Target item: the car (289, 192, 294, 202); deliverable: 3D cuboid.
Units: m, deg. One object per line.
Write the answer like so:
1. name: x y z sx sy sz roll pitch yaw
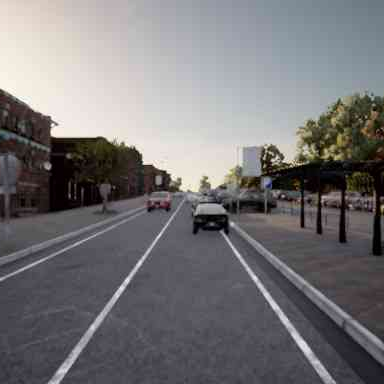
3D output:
1. car: 18.753 1.095 53.828 4.792 1.488 2.163 0 1 0

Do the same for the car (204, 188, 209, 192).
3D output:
1. car: 5.660 0.650 64.350 5.566 2.045 2.435 0 1 0

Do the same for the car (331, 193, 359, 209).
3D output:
1. car: 18.812 1.235 37.176 5.008 1.535 2.097 0 1 0

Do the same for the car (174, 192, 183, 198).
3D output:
1. car: -3.257 0.627 75.345 1.812 1.442 4.674 0 1 0

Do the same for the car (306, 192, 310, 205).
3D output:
1. car: 18.789 1.157 45.502 4.892 1.521 2.231 0 1 0

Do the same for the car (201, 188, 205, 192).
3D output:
1. car: 5.635 0.360 81.168 5.566 2.045 2.435 0 1 0

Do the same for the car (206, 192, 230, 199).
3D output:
1. car: 5.669 0.757 72.764 4.892 1.521 2.231 0 1 0

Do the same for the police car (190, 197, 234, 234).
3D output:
1. police car: 0.973 1.344 18.904 1.930 1.638 5.238 0 1 0

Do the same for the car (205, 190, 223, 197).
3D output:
1. car: 5.624 0.388 86.776 4.553 1.767 2.185 0 1 0

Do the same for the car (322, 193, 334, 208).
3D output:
1. car: 18.808 1.208 39.952 5.008 1.535 2.097 0 1 0

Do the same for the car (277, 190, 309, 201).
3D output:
1. car: 18.746 0.733 59.382 5.566 2.045 2.435 0 1 0

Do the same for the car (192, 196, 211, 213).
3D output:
1. car: 0.972 1.273 34.814 1.837 1.490 4.892 0 1 0

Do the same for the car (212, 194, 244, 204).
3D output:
1. car: 5.733 1.101 53.136 4.792 1.488 2.163 0 1 0

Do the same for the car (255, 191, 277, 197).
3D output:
1. car: 18.744 0.559 84.366 4.892 1.521 2.231 0 1 0

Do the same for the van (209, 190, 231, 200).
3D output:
1. van: 5.796 0.579 69.957 4.442 1.987 1.878 0 1 0

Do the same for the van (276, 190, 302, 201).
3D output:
1. van: 18.883 0.668 64.934 4.442 1.987 1.878 0 1 0

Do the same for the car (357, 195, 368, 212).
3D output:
1. car: 18.844 1.317 31.625 4.792 1.488 2.163 0 1 0

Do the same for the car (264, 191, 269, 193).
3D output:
1. car: 18.787 0.546 70.484 5.566 2.045 2.435 0 1 0

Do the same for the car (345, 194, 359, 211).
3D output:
1. car: 18.817 1.262 34.400 4.892 1.521 2.231 0 1 0

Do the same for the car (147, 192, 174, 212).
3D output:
1. car: -3.349 0.988 34.838 2.150 2.045 5.566 0 1 0

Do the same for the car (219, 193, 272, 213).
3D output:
1. car: 5.543 1.238 36.315 5.366 1.575 1.946 0 1 0

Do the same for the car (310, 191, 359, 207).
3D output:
1. car: 18.770 0.931 42.725 5.566 2.045 2.435 0 1 0

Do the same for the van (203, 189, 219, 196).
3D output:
1. van: 5.526 0.143 95.182 4.442 1.987 1.878 0 1 0

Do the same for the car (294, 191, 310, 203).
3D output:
1. car: 18.971 1.093 51.057 5.366 1.575 1.946 0 1 0

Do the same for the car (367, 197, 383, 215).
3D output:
1. car: 18.633 1.310 28.850 5.366 1.575 1.946 0 1 0

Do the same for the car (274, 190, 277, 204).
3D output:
1. car: 18.799 0.690 62.158 5.566 2.045 2.435 0 1 0

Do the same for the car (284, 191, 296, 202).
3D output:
1. car: 18.807 1.055 56.611 4.792 1.488 2.163 0 1 0

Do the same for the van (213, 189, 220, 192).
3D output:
1. van: 5.596 0.908 47.529 4.442 1.987 1.878 0 1 0

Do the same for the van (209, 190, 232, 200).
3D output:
1. van: 5.800 0.627 67.154 4.442 1.987 1.878 0 1 0

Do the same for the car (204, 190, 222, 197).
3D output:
1. car: 5.620 0.340 89.579 4.553 1.767 2.185 0 1 0

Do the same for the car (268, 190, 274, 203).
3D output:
1. car: 18.949 0.842 67.712 5.366 1.575 1.946 0 1 0

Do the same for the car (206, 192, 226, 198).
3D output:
1. car: 5.665 0.699 78.370 4.674 1.452 2.002 0 1 0

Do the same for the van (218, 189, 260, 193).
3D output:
1. van: 5.837 0.962 41.919 4.442 1.987 1.878 0 1 0

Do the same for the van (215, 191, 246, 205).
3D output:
1. van: 5.825 0.877 50.331 4.442 1.987 1.878 0 1 0

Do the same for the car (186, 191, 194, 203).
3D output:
1. car: -0.005 1.063 54.418 1.812 1.442 4.674 0 1 0

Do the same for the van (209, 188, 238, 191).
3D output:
1. van: 5.809 0.724 61.550 4.442 1.987 1.878 0 1 0

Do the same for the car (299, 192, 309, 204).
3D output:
1. car: 18.786 1.127 48.279 5.008 1.535 2.097 0 1 0

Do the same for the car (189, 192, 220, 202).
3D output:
1. car: 0.972 1.178 28.775 2.097 1.767 4.553 0 1 0
